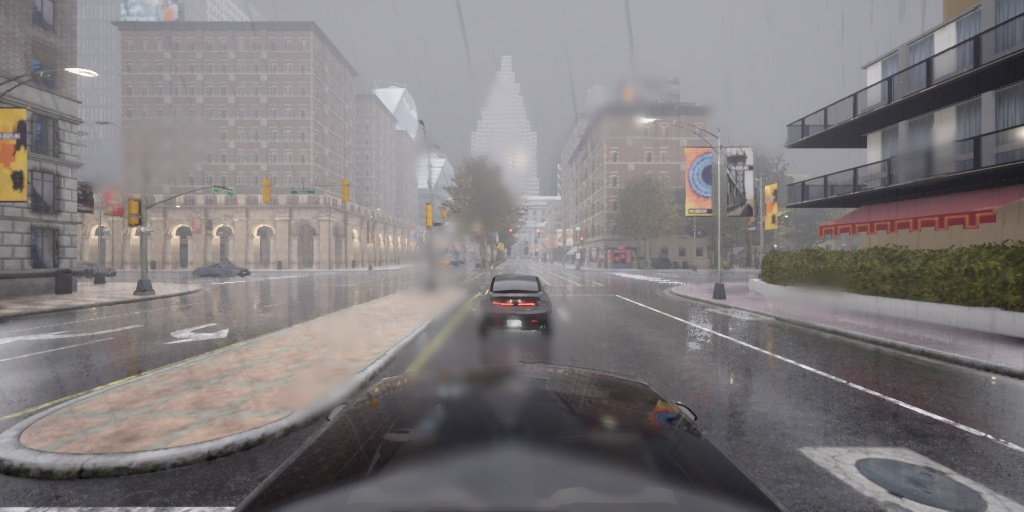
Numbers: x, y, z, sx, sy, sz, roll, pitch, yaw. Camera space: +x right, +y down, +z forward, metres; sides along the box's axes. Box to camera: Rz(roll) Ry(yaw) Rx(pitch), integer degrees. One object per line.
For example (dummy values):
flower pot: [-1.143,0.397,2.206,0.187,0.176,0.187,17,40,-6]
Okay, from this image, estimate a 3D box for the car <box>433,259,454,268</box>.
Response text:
car: [-11.407,1.228,59.669,1.882,1.535,5.008,0,0,0]

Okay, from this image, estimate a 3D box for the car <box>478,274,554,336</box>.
car: [0.101,1.255,10.331,1.837,1.490,4.892,0,0,0]

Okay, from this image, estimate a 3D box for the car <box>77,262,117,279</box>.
car: [-38.581,1.275,32.304,4.674,1.442,1.812,0,0,0]

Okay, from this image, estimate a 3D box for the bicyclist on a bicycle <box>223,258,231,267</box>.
bicyclist on a bicycle: [-37.170,1.050,46.770,0.582,1.620,1.656,0,0,0]

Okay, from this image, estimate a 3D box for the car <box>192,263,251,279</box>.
car: [-26.128,1.314,32.329,4.181,1.385,1.994,0,0,0]
